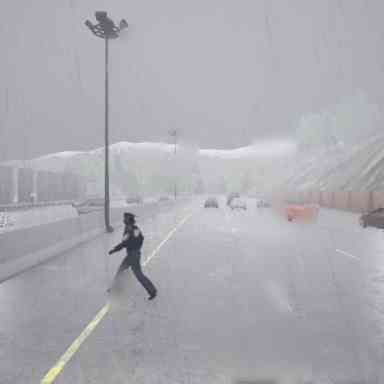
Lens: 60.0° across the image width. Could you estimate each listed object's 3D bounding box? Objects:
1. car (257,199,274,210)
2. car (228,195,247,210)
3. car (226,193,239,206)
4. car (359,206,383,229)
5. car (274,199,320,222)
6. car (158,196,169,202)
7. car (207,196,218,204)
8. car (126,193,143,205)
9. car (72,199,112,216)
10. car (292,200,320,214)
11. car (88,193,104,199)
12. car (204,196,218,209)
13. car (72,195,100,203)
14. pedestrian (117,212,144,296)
[{"bbox_3d":[9.508,1.601,43.082,1.895,1.301,4.718,0,0,5],"label":"car"},{"bbox_3d":[6.037,1.526,43.578,1.812,1.442,4.674,0,0,4],"label":"car"},{"bbox_3d":[6.855,1.221,54.579,2.150,2.045,5.566,0,0,5],"label":"car"},{"bbox_3d":[11.295,1.525,18.905,1.812,1.442,4.674,0,0,3],"label":"car"},{"bbox_3d":[8.261,1.353,26.510,2.097,1.767,4.553,0,0,4],"label":"car"},{"bbox_3d":[-6.218,1.594,72.429,1.895,1.301,4.718,0,0,3],"label":"car"},{"bbox_3d":[3.951,1.547,64.213,2.033,1.411,5.357,0,0,4],"label":"car"},{"bbox_3d":[-10.435,1.219,60.934,2.150,2.045,5.566,0,0,4],"label":"car"},{"bbox_3d":[-9.147,1.601,31.455,1.895,1.301,4.718,0,0,4],"label":"car"},{"bbox_3d":[12.524,1.601,36.831,1.895,1.301,4.718,0,0,5],"label":"car"},{"bbox_3d":[-17.532,1.219,59.537,2.150,2.045,5.566,0,0,4],"label":"car"},{"bbox_3d":[2.741,1.601,46.322,1.895,1.301,4.718,0,0,4],"label":"car"},{"bbox_3d":[-15.023,1.491,46.264,2.128,1.511,4.902,0,0,4],"label":"car"},{"bbox_3d":[-1.266,1.294,6.909,0.375,1.860,0.375,0,0,2],"label":"pedestrian"}]
